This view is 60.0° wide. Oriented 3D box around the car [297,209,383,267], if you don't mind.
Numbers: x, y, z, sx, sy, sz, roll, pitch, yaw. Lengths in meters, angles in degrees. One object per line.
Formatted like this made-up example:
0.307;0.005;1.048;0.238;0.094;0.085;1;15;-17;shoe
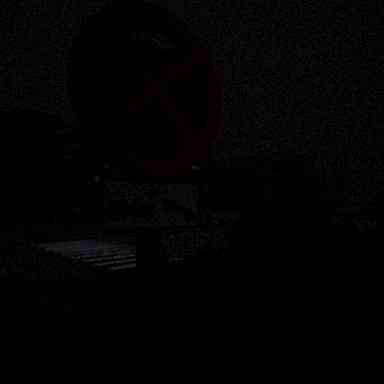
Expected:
6.207;1.933;14.744;5.566;2.045;2.435;1;-1;25;car

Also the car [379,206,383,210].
18.998;2.468;27.543;5.566;2.045;2.435;1;-1;25;car

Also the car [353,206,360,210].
26.685;3.725;59.065;4.892;1.521;2.231;-1;-2;25;car

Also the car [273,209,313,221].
14.106;3.200;46.545;5.008;1.535;2.097;-1;-2;25;car

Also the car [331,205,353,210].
24.557;3.512;56.993;4.553;1.767;2.185;-1;-3;25;car

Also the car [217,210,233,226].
1.498;2.550;34.045;4.553;1.767;2.185;-1;-3;25;car

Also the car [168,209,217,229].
-0.576;2.589;31.942;4.892;1.521;2.231;-1;-3;25;car

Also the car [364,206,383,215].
41.328;4.079;73.677;5.566;2.045;2.435;-1;-2;25;car

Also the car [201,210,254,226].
3.791;2.758;36.040;5.366;1.575;1.946;-1;-3;25;car

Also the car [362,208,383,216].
39.286;4.274;71.583;4.792;1.488;2.163;-1;-3;25;car

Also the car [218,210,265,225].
5.712;2.851;38.195;4.892;1.521;2.231;-1;-3;25;car

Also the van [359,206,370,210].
30.765;3.674;63.289;4.442;1.987;1.878;-1;-2;25;van

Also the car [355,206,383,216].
37.191;3.906;69.496;5.566;2.045;2.435;-1;-3;25;car

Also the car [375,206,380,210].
35.093;3.820;67.410;5.566;2.045;2.435;-1;-3;25;car

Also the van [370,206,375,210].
32.863;3.760;65.375;4.442;1.987;1.878;-1;-2;25;van
